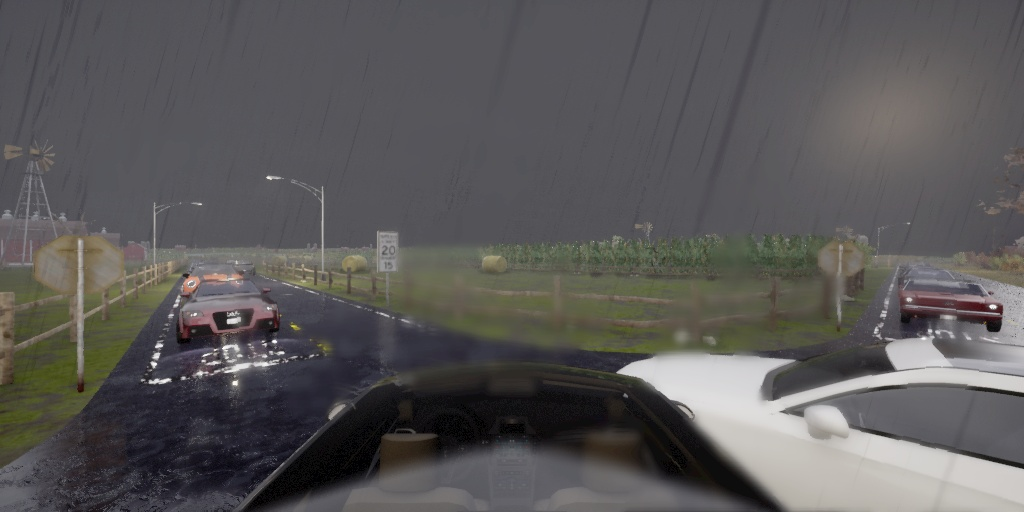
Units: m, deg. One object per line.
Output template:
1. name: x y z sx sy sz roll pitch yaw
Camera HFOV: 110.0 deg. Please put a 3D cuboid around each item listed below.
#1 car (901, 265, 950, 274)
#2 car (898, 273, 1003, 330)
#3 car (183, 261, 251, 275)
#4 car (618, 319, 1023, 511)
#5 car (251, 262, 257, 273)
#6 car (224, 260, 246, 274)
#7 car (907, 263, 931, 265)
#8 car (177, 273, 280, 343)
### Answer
1. car: 20.691 1.351 17.821 5.357 1.411 2.033 0 1 -42
2. car: 13.578 1.391 11.297 4.718 1.301 1.895 0 1 -43
3. car: -13.628 1.134 16.454 2.097 1.767 4.553 0 0 -41
4. car: 2.850 1.293 2.293 1.812 1.442 4.674 0 1 -44
5. car: -26.788 1.268 35.755 2.128 1.511 4.902 0 0 -41
6. car: -33.468 1.286 43.250 1.837 1.490 4.892 0 0 -41
7. car: 27.480 1.384 24.039 4.181 1.385 1.994 0 1 -43
8. car: -7.888 1.351 9.939 1.994 1.385 4.181 0 0 -42
